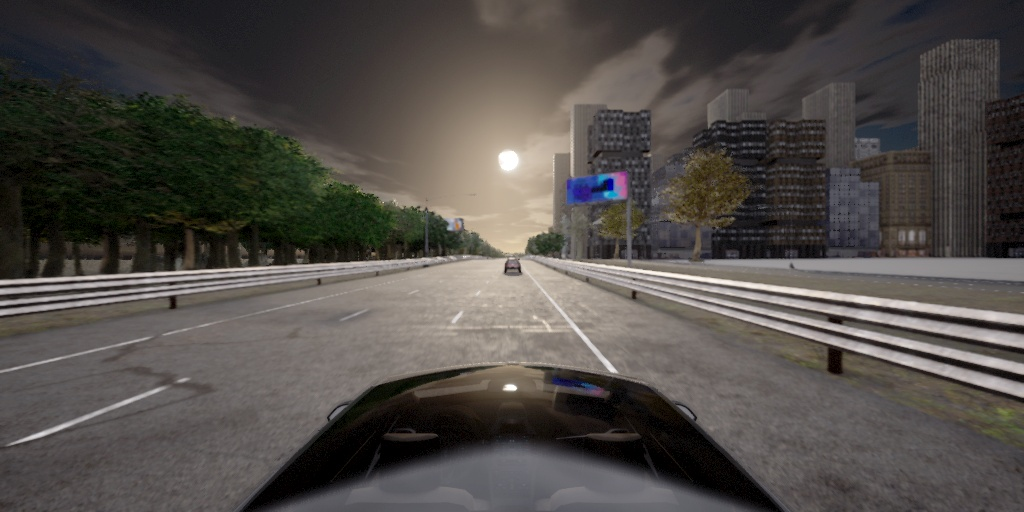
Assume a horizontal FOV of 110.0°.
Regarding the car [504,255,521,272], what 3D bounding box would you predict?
[{"bbox_3d":[0.078,0.998,42.235,2.033,1.649,4.856,0,0,0],"label":"car"}]
